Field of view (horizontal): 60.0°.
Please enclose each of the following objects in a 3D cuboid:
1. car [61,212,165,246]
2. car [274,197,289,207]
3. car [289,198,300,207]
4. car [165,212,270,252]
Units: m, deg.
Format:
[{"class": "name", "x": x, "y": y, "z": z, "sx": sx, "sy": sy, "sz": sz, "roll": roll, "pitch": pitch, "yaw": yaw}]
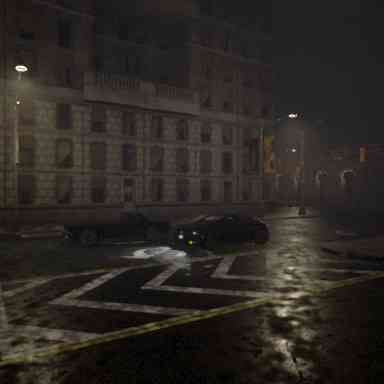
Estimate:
[{"class": "car", "x": -3.435, "y": 1.606, "z": 15.293, "sx": 4.718, "sy": 1.301, "sz": 1.895, "roll": 0, "pitch": 0, "yaw": -31}, {"class": "car", "x": 11.580, "y": 1.587, "z": 50.562, "sx": 2.033, "sy": 1.411, "sz": 5.357, "roll": 0, "pitch": 0, "yaw": -32}, {"class": "car", "x": 14.721, "y": 1.569, "z": 52.148, "sx": 1.812, "sy": 1.442, "sz": 4.674, "roll": 0, "pitch": 0, "yaw": -32}, {"class": "car", "x": 1.279, "y": 1.573, "z": 14.057, "sx": 4.181, "sy": 1.385, "sz": 1.994, "roll": 0, "pitch": 0, "yaw": -31}]
